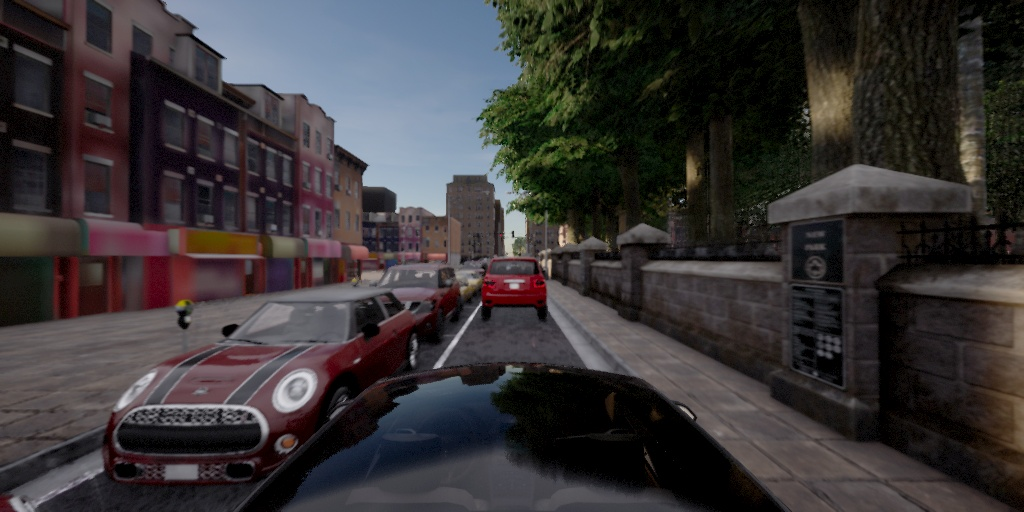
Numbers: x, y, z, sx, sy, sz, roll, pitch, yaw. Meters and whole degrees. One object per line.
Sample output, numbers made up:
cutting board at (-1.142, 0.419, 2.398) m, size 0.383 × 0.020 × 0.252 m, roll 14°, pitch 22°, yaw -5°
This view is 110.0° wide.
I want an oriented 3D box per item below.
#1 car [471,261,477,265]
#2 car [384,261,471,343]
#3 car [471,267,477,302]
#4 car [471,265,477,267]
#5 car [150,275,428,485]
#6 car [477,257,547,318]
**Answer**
car at (-2.634, 1.270, 25.941) m, size 2.192 × 1.841 × 5.009 m, roll 0°, pitch 0°, yaw 0°
car at (-2.642, 1.136, 10.131) m, size 2.192 × 1.841 × 5.009 m, roll 0°, pitch 0°, yaw 0°
car at (-2.639, 1.392, 15.230) m, size 1.751 × 1.417 × 4.829 m, roll 0°, pitch 0°, yaw 0°
car at (-2.637, 1.436, 20.501) m, size 1.751 × 1.417 × 4.829 m, roll 0°, pitch 0°, yaw 0°
car at (-2.645, 1.217, 4.860) m, size 1.967 × 1.591 × 4.097 m, roll 0°, pitch 0°, yaw 0°
car at (0.087, 1.069, 13.731) m, size 2.150 × 2.045 × 5.566 m, roll 0°, pitch -1°, yaw 0°
